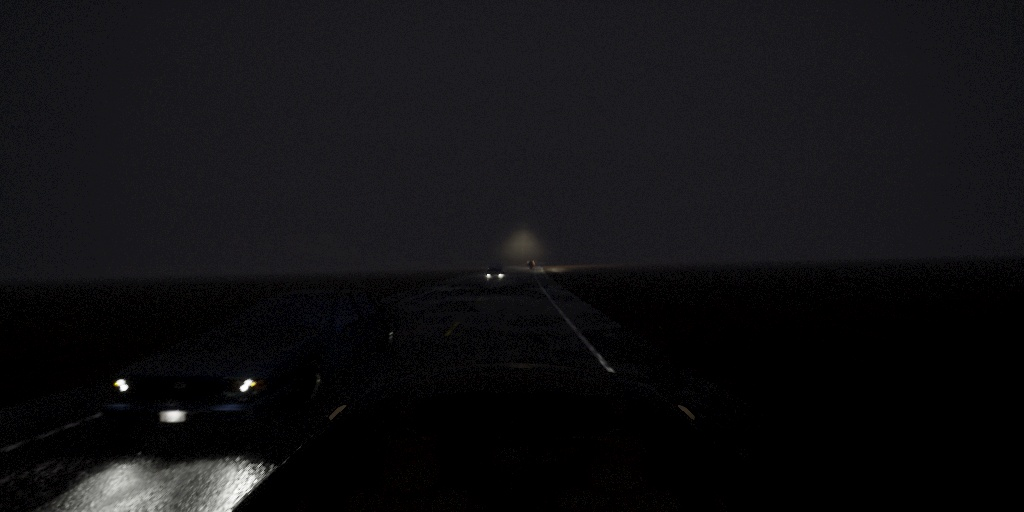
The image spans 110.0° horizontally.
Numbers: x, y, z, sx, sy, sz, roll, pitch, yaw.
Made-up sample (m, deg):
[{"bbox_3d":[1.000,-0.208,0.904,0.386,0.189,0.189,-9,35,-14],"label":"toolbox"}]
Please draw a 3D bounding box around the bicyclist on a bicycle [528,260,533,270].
[{"bbox_3d":[3.139,1.661,61.732,0.659,1.776,1.843,0,0,4],"label":"bicyclist on a bicycle"}]

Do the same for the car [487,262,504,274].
[{"bbox_3d":[-2.202,1.654,48.948,1.882,1.535,5.008,0,-1,4],"label":"car"}]

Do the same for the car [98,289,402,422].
[{"bbox_3d":[-3.577,1.337,6.458,2.033,1.411,5.357,0,-1,0],"label":"car"}]
